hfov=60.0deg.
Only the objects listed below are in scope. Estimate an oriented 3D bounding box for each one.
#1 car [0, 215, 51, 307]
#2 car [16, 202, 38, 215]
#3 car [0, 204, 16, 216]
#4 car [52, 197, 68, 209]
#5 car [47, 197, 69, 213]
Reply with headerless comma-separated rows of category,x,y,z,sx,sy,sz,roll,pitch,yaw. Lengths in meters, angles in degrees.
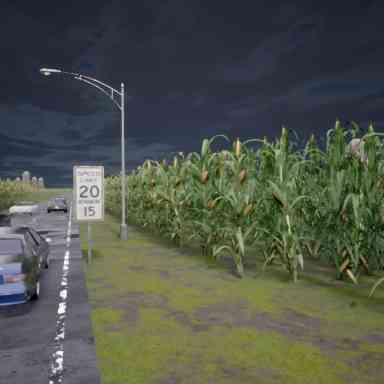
car,-4.506,1.548,7.909,2.033,1.411,5.357,0,0,-20
car,-16.222,1.606,32.210,1.895,1.301,4.718,0,0,-18
car,-11.165,1.582,18.022,1.994,1.385,4.181,0,0,-20
car,-18.102,1.469,45.788,1.837,1.490,4.892,0,0,-20
car,-14.656,1.542,36.339,1.994,1.385,4.181,0,0,-19
